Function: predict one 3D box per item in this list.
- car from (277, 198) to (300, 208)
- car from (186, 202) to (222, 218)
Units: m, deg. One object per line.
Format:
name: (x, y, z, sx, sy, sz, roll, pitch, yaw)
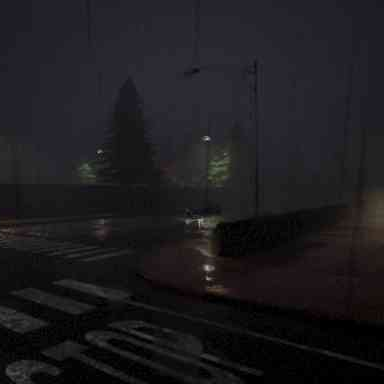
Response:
car: (14.837, 1.685, 50.957, 2.128, 1.511, 4.902, -1, -1, 45)
car: (1.342, 1.726, 33.539, 1.812, 1.442, 4.674, -1, 0, 36)
